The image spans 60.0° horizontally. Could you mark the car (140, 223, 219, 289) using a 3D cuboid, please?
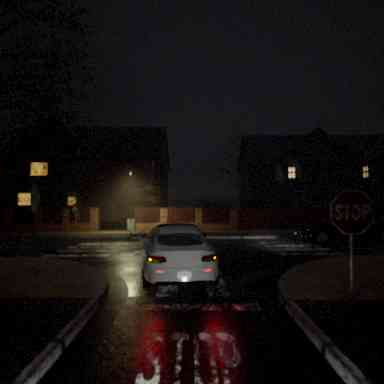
[{"bbox_3d":[-0.457,1.607,9.371,1.812,1.442,4.674,0,0,-7],"label":"car"}]

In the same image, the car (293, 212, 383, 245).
[{"bbox_3d":[7.351,1.655,15.889,4.892,1.490,1.837,-2,-2,1],"label":"car"}]

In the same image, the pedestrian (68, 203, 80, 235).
[{"bbox_3d":[-6.739,1.529,18.972,0.375,1.860,0.375,0,-1,1],"label":"pedestrian"}]
